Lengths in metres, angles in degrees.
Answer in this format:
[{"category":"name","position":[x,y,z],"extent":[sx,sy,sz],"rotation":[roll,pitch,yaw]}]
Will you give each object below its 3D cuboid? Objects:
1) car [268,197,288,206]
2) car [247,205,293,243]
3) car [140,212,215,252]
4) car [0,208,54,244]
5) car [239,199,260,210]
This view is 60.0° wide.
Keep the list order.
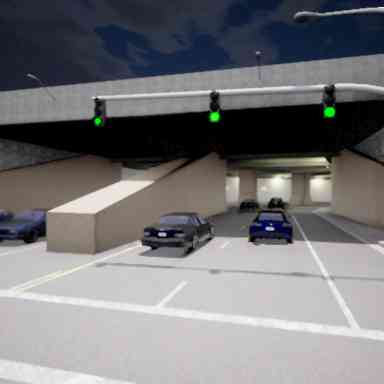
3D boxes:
[{"category":"car","position":[11.391,1.467,43.921],"extent":[2.097,1.767,4.553],"rotation":[0,0,23]},{"category":"car","position":[3.970,1.606,16.683],"extent":[1.994,1.385,4.181],"rotation":[0,0,15]},{"category":"car","position":[-0.379,1.555,14.165],"extent":[2.033,1.411,5.357],"rotation":[0,0,16]},{"category":"car","position":[-7.264,1.504,16.089],"extent":[2.033,1.411,5.357],"rotation":[0,0,15]},{"category":"car","position":[7.669,1.636,44.101],"extent":[2.033,1.411,5.357],"rotation":[0,0,22]}]
